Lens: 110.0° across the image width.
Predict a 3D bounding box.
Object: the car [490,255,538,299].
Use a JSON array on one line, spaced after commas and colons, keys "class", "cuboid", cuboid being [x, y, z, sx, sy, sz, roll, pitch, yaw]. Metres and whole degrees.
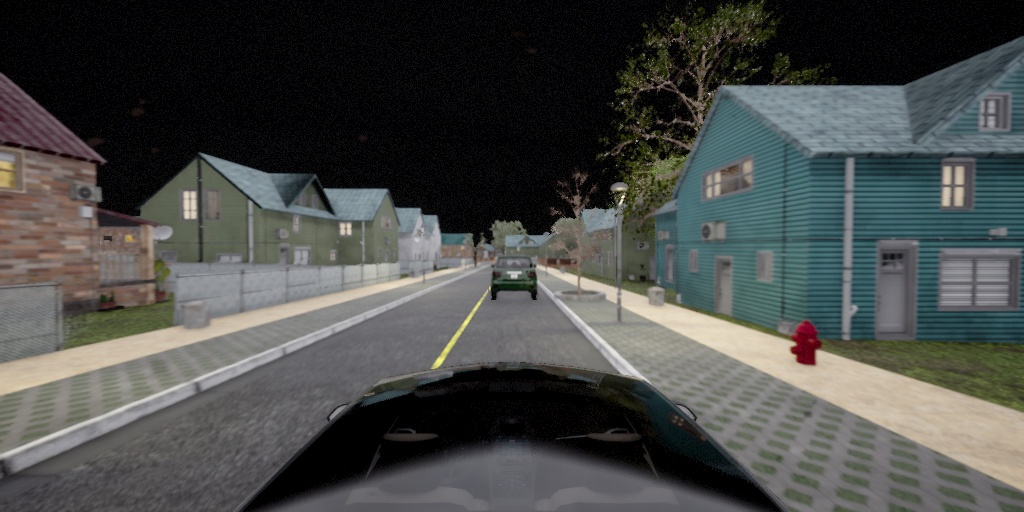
[{"class": "car", "cuboid": [0.097, 0.968, 18.192, 2.150, 2.045, 5.566, 0, 0, 0]}]
